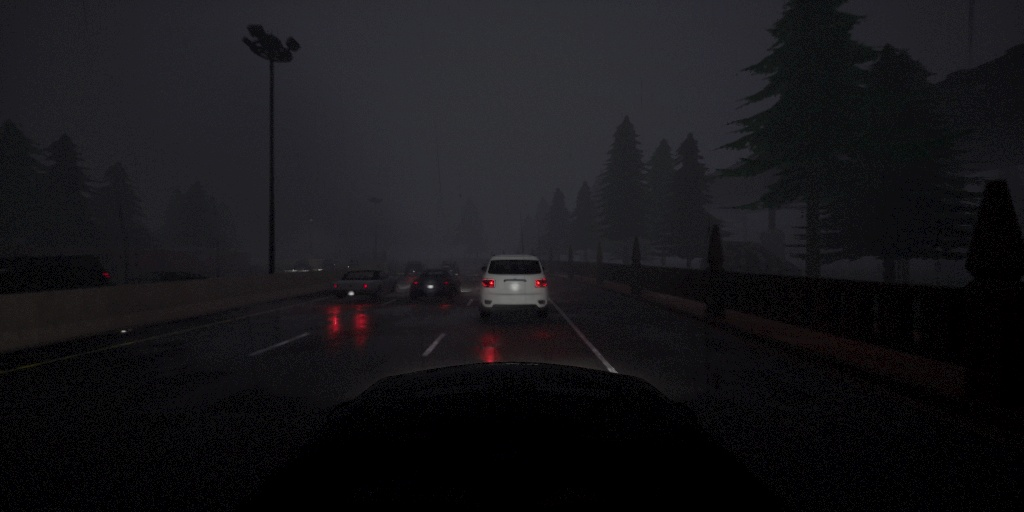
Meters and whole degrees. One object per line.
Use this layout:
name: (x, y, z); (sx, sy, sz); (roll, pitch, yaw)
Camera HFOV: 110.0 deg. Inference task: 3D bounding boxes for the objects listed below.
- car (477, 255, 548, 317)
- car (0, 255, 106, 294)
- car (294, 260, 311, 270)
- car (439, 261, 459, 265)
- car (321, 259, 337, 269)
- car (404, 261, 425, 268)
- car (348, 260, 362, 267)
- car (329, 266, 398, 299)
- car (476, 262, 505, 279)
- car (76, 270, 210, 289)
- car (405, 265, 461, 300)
car: (0.040, 0.969, 13.259); (2.150, 2.045, 5.566); (0, 0, -1)
car: (-17.610, 0.970, 12.426); (2.150, 2.045, 5.566); (0, 0, -1)
car: (-31.063, 1.268, 53.257); (1.812, 1.442, 4.674); (0, 0, -26)
car: (-6.525, 1.235, 37.268); (2.128, 1.511, 4.902); (0, 0, -13)
car: (-28.522, 1.249, 56.006); (1.837, 1.490, 4.892); (0, 0, -27)
car: (-10.105, 1.249, 37.290); (1.837, 1.490, 4.892); (0, 0, -13)
car: (-24.118, 1.305, 54.977); (1.994, 1.385, 4.181); (0, 0, -25)
car: (-7.147, 1.348, 17.914); (1.895, 1.301, 4.718); (0, 0, -3)
car: (-2.144, 1.292, 33.948); (2.033, 1.411, 5.357); (0, 0, -11)
car: (-14.271, 1.312, 14.694); (1.994, 1.385, 4.181); (0, 0, -2)
car: (-3.652, 1.311, 17.671); (1.994, 1.385, 4.181); (0, 0, -3)
